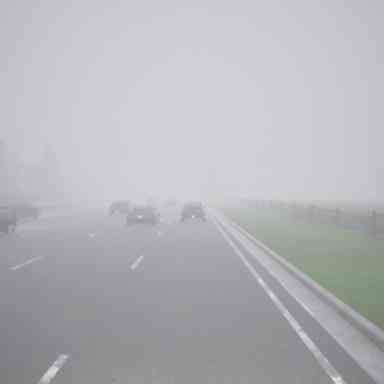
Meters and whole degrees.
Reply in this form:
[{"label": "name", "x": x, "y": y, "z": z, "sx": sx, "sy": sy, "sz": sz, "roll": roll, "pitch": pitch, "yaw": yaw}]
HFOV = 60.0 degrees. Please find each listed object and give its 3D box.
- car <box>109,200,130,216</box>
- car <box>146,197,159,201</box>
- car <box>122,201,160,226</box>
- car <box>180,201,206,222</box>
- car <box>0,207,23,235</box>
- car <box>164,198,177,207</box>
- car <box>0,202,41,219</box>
[{"label": "car", "x": -6.914, "y": 1.541, "z": 33.287, "sx": 1.837, "sy": 1.490, "sz": 4.892, "roll": 0, "pitch": 0, "yaw": 0}, {"label": "car", "x": -6.930, "y": 1.555, "z": 58.600, "sx": 2.128, "sy": 1.511, "sz": 4.902, "roll": 0, "pitch": 0, "yaw": 0}, {"label": "car", "x": -3.413, "y": 1.590, "z": 23.916, "sx": 1.994, "sy": 1.385, "sz": 4.181, "roll": 0, "pitch": 0, "yaw": 0}, {"label": "car", "x": 0.086, "y": 1.535, "z": 26.904, "sx": 1.837, "sy": 1.490, "sz": 4.892, "roll": 0, "pitch": 0, "yaw": 0}, {"label": "car", "x": -10.407, "y": 1.617, "z": 15.992, "sx": 1.895, "sy": 1.301, "sz": 4.718, "roll": 0, "pitch": 0, "yaw": 0}, {"label": "car", "x": -3.427, "y": 1.622, "z": 53.051, "sx": 1.994, "sy": 1.385, "sz": 4.181, "roll": 0, "pitch": 0, "yaw": 0}, {"label": "car", "x": -13.914, "y": 1.519, "z": 26.646, "sx": 2.128, "sy": 1.511, "sz": 4.902, "roll": 0, "pitch": 0, "yaw": 0}]
